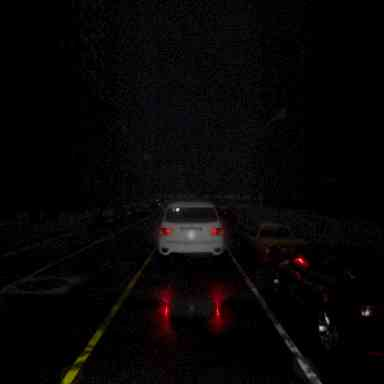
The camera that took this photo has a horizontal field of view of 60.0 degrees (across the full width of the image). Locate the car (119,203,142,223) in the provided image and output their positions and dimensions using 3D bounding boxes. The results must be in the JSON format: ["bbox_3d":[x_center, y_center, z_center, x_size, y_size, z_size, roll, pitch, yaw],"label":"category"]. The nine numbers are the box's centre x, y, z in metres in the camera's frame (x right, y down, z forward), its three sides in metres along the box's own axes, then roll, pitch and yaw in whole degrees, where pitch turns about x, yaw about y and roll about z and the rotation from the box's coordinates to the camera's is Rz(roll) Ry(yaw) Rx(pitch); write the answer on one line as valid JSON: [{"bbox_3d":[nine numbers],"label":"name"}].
[{"bbox_3d":[-5.837,1.762,28.665,1.967,1.590,4.097,0,-1,0],"label":"car"}]

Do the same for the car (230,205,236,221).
[{"bbox_3d":[2.687,1.763,28.656,1.967,1.590,4.097,0,-1,0],"label":"car"}]

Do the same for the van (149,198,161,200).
[{"bbox_3d":[-5.893,1.971,51.343,1.690,1.788,3.998,0,-1,0],"label":"van"}]

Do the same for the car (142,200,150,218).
[{"bbox_3d":[-5.851,1.836,34.335,1.967,1.590,4.097,0,-1,0],"label":"car"}]

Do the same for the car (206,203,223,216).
[{"bbox_3d":[2.661,2.056,39.992,1.802,1.307,4.206,0,-1,0],"label":"car"}]

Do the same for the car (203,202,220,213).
[{"bbox_3d":[2.647,2.103,45.662,2.008,1.369,4.403,0,-1,0],"label":"car"}]

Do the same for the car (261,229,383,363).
[{"bbox_3d":[2.744,1.627,5.982,1.947,1.339,4.313,0,-1,0],"label":"car"}]

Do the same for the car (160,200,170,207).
[{"bbox_3d":[-5.948,2.544,74.013,1.947,1.339,4.313,-1,-1,0],"label":"car"}]

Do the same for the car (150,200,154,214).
[{"bbox_3d":[-5.865,2.024,40.003,2.008,1.369,4.403,0,-1,0],"label":"car"}]

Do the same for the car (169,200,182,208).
[{"bbox_3d":[-3.177,2.329,65.056,2.128,1.511,4.902,0,-1,0],"label":"car"}]

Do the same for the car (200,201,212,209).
[{"bbox_3d":[2.605,2.347,62.667,2.008,1.369,4.403,-1,-1,0],"label":"car"}]

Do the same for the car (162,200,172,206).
[{"bbox_3d":[-5.962,2.624,79.681,2.008,1.369,4.403,-1,-1,0],"label":"car"}]

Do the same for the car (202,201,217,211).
[{"bbox_3d":[2.633,2.181,51.330,2.008,1.369,4.403,0,-1,0],"label":"car"}]

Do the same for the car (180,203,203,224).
[{"bbox_3d":[-0.046,1.808,29.253,1.882,1.535,5.008,0,0,0],"label":"car"}]

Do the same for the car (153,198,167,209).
[{"bbox_3d":[-5.922,2.111,62.679,2.192,1.841,5.009,0,-1,0],"label":"car"}]

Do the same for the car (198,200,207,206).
[{"bbox_3d":[2.563,2.640,79.671,1.947,1.339,4.313,-1,-1,0],"label":"car"}]

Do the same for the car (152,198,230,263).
[{"bbox_3d":[-0.022,1.356,12.585,2.150,2.045,5.566,0,0,0],"label":"car"}]

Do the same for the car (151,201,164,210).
[{"bbox_3d":[-5.905,2.293,57.007,1.802,1.307,4.206,0,-1,0],"label":"car"}]

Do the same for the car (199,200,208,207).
[{"bbox_3d":[2.577,2.523,74.004,1.887,1.381,4.507,-1,-1,0],"label":"car"}]

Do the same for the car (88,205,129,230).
[{"bbox_3d":[-5.823,1.833,22.996,1.802,1.307,4.206,0,-1,0],"label":"car"}]

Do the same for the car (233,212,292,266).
[{"bbox_3d":[2.730,1.648,11.819,1.752,1.417,4.829,0,-1,0],"label":"car"}]
